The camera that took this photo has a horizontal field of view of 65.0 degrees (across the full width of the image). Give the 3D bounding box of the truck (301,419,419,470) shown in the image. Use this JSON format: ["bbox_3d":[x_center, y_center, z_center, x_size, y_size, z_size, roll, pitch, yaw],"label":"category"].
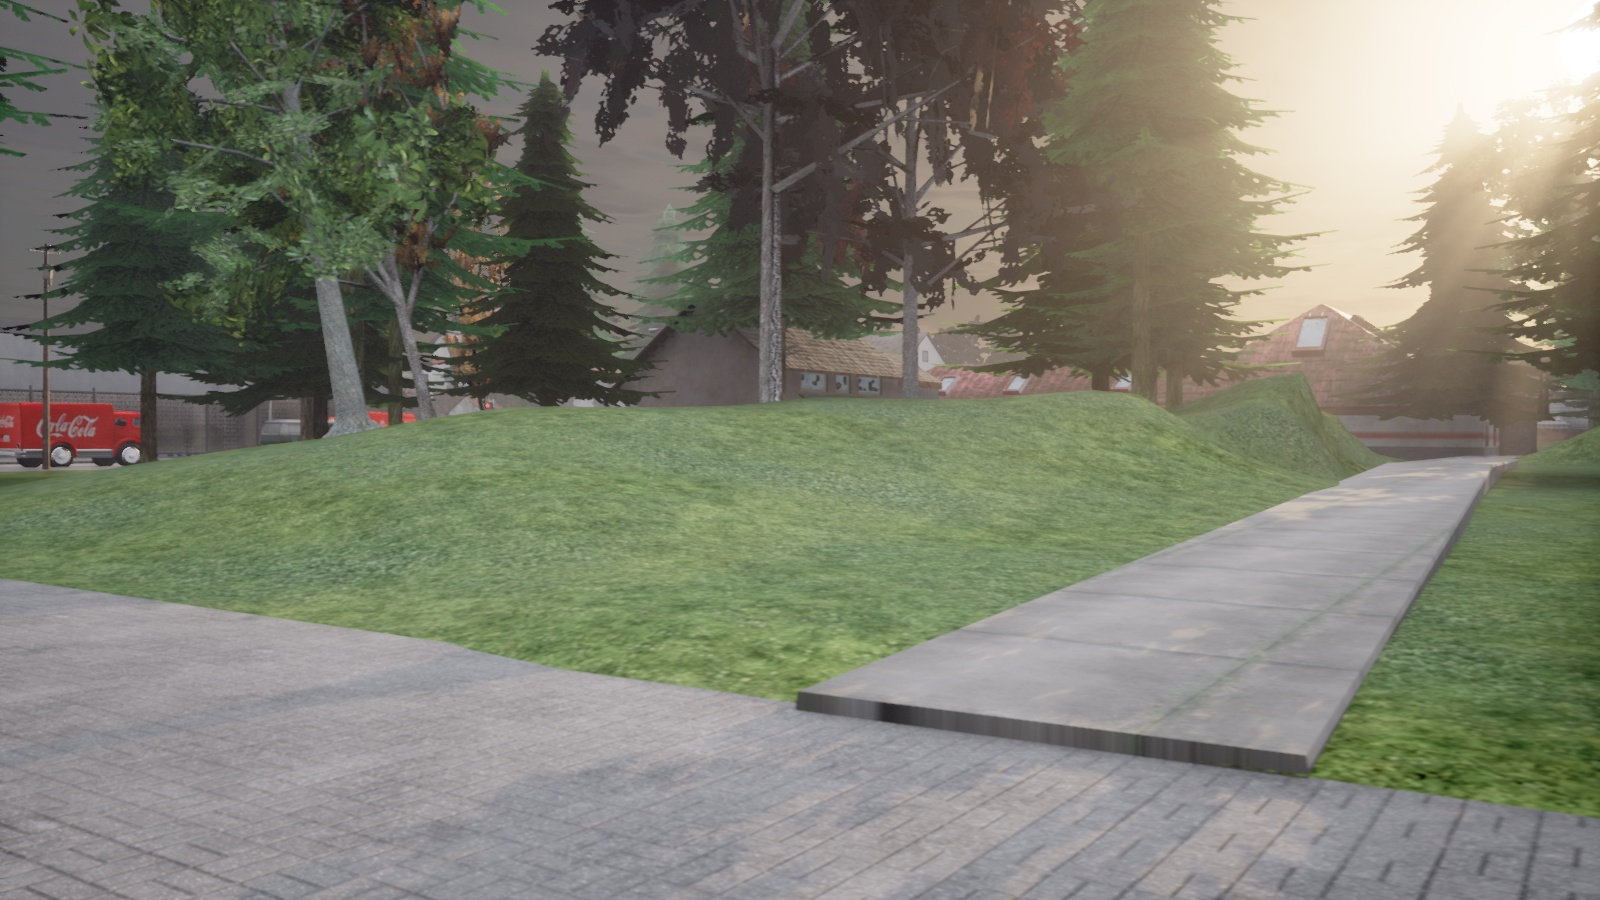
[{"bbox_3d":[-22.153,-0.303,63.416,2.627,2.467,5.204,0,1,28],"label":"truck"}]

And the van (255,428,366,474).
[{"bbox_3d":[-21.894,0.022,56.326,1.775,1.987,4.442,0,1,33],"label":"van"}]

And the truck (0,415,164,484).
[{"bbox_3d":[-27.515,-0.052,47.869,2.627,2.467,5.204,0,1,34],"label":"truck"}]
